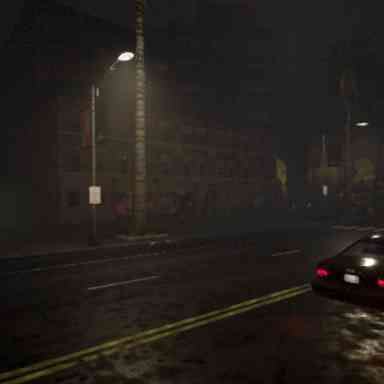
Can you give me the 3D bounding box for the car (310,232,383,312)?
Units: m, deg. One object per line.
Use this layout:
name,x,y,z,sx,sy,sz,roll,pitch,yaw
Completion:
car,4.915,1.644,7.651,5.357,1.411,2.033,0,-1,-38
